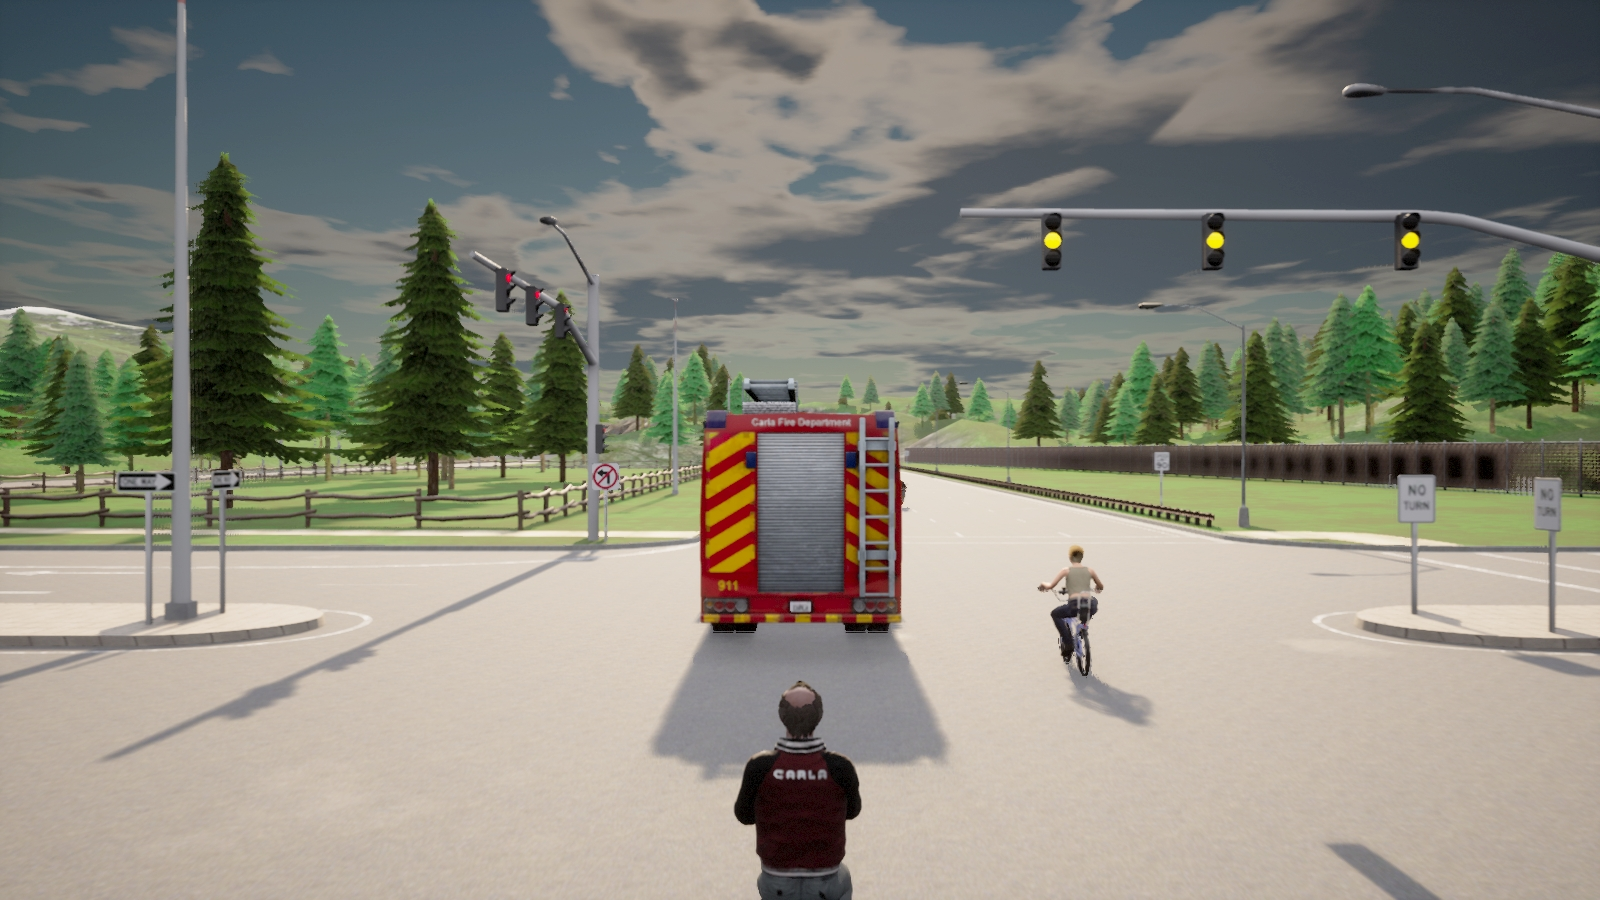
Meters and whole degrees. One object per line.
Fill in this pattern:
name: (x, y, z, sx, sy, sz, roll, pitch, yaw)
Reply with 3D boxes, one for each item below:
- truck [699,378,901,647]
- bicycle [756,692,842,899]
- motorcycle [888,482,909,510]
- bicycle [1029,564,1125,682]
truck: (0.000, 0.891, 20.527, 2.891, 3.827, 8.468, 0, 0, 0)
bicycle: (-0.004, 2.060, 5.318, 0.329, 1.471, 1.835, 0, 0, 0)
motorcycle: (4.777, 2.206, 55.140, 0.867, 1.251, 2.209, 0, 0, 9)
bicycle: (3.489, 2.158, 14.532, 0.859, 1.277, 1.487, 0, 0, 0)
